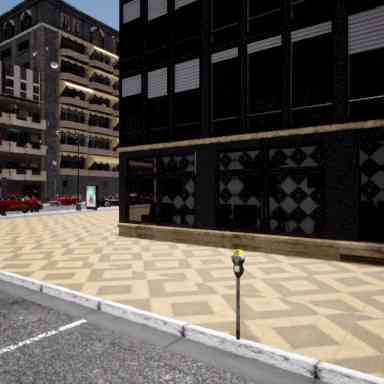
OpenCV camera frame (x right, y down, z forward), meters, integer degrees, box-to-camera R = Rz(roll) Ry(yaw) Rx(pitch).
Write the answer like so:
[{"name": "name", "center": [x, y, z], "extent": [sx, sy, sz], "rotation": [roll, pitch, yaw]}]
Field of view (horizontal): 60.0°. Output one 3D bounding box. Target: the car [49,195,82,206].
[{"name": "car", "center": [-16.133, 1.074, 42.636], "extent": [1.802, 1.307, 4.206], "rotation": [1, 2, 35]}]

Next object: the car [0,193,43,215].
[{"name": "car", "center": [-15.608, 1.029, 28.786], "extent": [2.192, 1.841, 5.009], "rotation": [1, 2, 35]}]

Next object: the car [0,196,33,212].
[{"name": "car", "center": [-18.904, 1.220, 34.208], "extent": [1.994, 1.385, 4.181], "rotation": [0, 1, 35]}]

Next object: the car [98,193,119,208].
[{"name": "car", "center": [-9.237, 1.072, 37.874], "extent": [1.947, 1.339, 4.313], "rotation": [1, 2, 35]}]

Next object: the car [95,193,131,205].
[{"name": "car", "center": [-10.796, 0.917, 45.758], "extent": [1.812, 1.442, 4.674], "rotation": [0, 1, 36]}]
